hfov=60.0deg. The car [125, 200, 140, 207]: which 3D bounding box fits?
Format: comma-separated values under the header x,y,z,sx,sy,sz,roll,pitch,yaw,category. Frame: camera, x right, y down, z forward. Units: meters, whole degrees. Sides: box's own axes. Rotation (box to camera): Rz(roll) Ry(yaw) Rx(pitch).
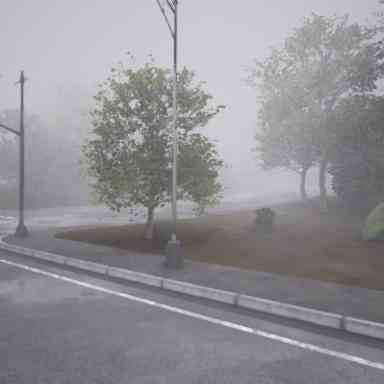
x,y,z,sx,sy,sz,roll,pitch,yaw,category
-6.452,1.044,41.505,1.994,1.385,4.181,1,2,39,car
